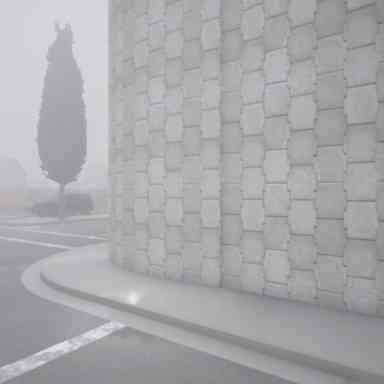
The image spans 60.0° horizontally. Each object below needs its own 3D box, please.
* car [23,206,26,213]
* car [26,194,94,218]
[{"bbox_3d":[-14.214,1.581,33.175,1.895,1.301,4.718,0,0,35],"label":"car"},{"bbox_3d":[-11.717,1.200,30.636,2.150,2.045,5.566,0,1,35],"label":"car"}]
